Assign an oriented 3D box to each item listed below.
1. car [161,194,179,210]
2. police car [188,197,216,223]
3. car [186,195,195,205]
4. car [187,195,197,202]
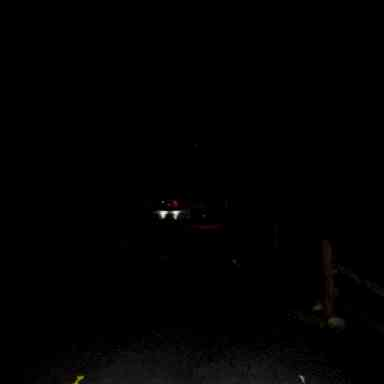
[{"bbox_3d":[-2.834,1.286,43.837,2.150,2.045,5.566,0,0,0],"label":"car"},{"bbox_3d":[0.829,1.460,26.061,1.930,1.638,5.238,0,0,0],"label":"police car"},{"bbox_3d":[0.009,1.563,61.991,1.882,1.535,5.008,0,0,0],"label":"car"},{"bbox_3d":[0.011,1.466,76.989,2.033,1.411,5.357,0,0,0],"label":"car"}]
